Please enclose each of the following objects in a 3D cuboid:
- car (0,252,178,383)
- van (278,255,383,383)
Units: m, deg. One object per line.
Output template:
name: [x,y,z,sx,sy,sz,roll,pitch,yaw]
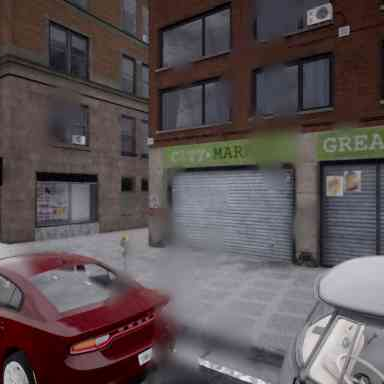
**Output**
car: [-2.282,1.544,4.701,4.507,1.381,1.887,0,0,35]
van: [2.328,1.341,1.417,3.998,1.788,1.690,0,0,35]
